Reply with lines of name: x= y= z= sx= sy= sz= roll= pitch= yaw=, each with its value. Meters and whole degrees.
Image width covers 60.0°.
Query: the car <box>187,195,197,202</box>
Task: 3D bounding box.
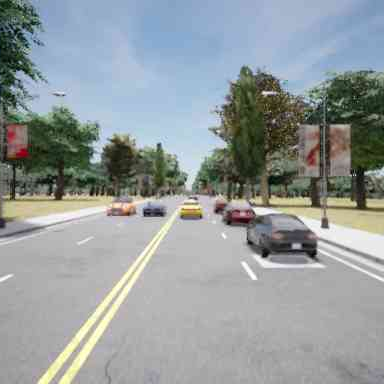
car: x=-0.006 y=1.420 z=74.683 sx=2.033 sy=1.411 sz=5.357 roll=0 pitch=0 yaw=0

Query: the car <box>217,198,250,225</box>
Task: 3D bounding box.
car: x=3.248 y=1.457 z=23.664 sx=2.163 sy=1.488 sz=4.792 roll=0 pitch=0 yaw=0

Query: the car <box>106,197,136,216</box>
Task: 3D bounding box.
car: x=-6.602 y=1.280 z=31.324 sx=2.097 sy=1.767 sz=4.553 roll=0 pitch=0 yaw=0

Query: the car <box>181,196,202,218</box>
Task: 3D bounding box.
car: x=-0.048 y=1.389 z=29.464 sx=1.801 sy=1.575 sz=5.366 roll=0 pitch=0 yaw=0

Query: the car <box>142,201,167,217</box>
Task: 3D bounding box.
car: x=-3.353 y=1.531 z=30.391 sx=1.895 sy=1.301 sz=4.718 roll=0 pitch=0 yaw=0

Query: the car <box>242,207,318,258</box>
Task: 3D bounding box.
car: x=3.249 y=1.515 z=12.634 sx=1.812 sy=1.442 sz=4.674 roll=0 pitch=0 yaw=0

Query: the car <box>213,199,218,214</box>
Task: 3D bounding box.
car: x=3.247 y=1.397 z=34.636 sx=1.882 sy=1.535 sz=5.008 roll=0 pitch=0 yaw=0
